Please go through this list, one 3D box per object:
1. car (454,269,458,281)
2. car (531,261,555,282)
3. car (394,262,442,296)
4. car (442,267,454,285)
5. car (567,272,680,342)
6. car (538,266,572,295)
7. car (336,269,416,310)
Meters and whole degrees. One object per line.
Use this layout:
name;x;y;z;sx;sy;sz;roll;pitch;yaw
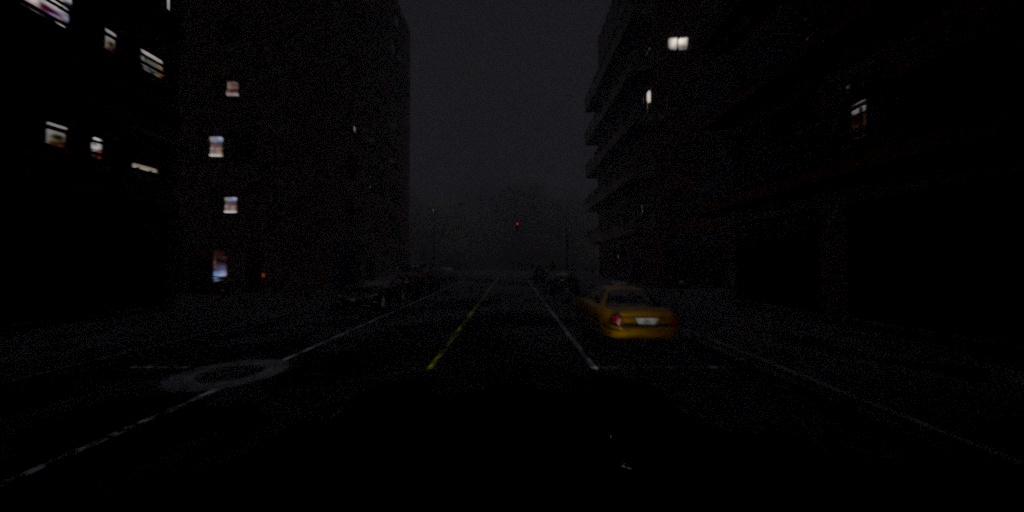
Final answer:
car;-5.817;1.625;31.973;1.802;1.307;4.207;0;0;0
car;2.831;1.357;31.939;2.192;1.841;5.009;0;0;0
car;-5.818;1.250;20.837;2.192;1.841;5.009;0;0;0
car;-5.817;1.555;26.406;1.948;1.339;4.313;0;0;0
car;2.829;1.352;9.838;1.751;1.417;4.829;0;0;0
car;2.830;1.485;20.804;2.007;1.370;4.403;0;0;0
car;-5.818;1.432;15.270;2.007;1.370;4.403;0;0;0
